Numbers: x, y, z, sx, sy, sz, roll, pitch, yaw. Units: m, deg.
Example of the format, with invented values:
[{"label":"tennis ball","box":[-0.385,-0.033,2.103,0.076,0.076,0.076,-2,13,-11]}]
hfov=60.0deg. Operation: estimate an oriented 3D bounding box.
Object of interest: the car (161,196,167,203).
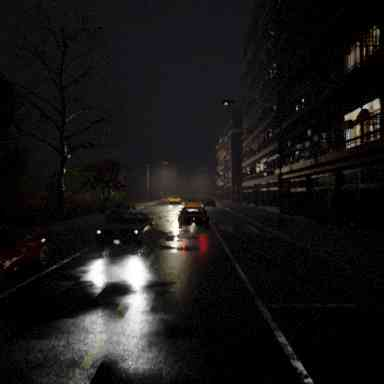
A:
[{"label":"car","box":[-5.343,1.479,69.917,1.967,1.590,4.097,1,0,0]}]

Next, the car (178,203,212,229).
[{"label":"car","box":[0.088,1.613,21.843,1.895,1.301,4.718,0,0,0]}]

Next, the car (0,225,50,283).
[{"label":"car","box":[-5.312,1.586,9.018,1.802,1.307,4.206,1,0,0]}]

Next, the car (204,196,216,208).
[{"label":"car","box":[2.547,1.609,48.082,1.802,1.307,4.206,1,0,0]}]

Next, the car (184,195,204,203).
[{"label":"car","box":[0.079,1.500,40.228,1.882,1.535,5.008,0,0,0]}]

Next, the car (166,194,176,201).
[{"label":"car","box":[-5.350,1.364,86.526,2.192,1.841,5.009,1,0,0]}]

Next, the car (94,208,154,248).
[{"label":"car","box":[-2.860,1.609,14.926,1.895,1.301,4.718,0,0,0]}]

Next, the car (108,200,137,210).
[{"label":"car","box":[-5.319,1.454,25.626,1.967,1.590,4.097,1,0,0]}]

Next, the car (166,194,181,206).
[{"label":"car","box":[-2.839,1.510,57.161,1.882,1.535,5.008,0,0,0]}]

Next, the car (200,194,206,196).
[{"label":"car","box":[2.542,1.585,59.172,2.008,1.369,4.403,1,0,0]}]
